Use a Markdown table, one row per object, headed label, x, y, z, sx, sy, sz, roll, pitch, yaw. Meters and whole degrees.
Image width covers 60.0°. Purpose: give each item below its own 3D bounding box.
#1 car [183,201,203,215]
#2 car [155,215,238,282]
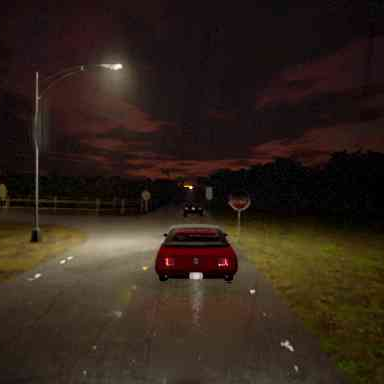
| label | x | y | z | sx | sy | sz | roll | pitch | yaw |
| --- | --- | --- | --- | --- | --- | --- | --- | --- | --- |
| car | 0.113 | 1.546 | 32.619 | 2.033 | 1.411 | 5.357 | 0 | 0 | 0 |
| car | 0.099 | 1.588 | 9.667 | 1.895 | 1.301 | 4.718 | 0 | 0 | 0 |
